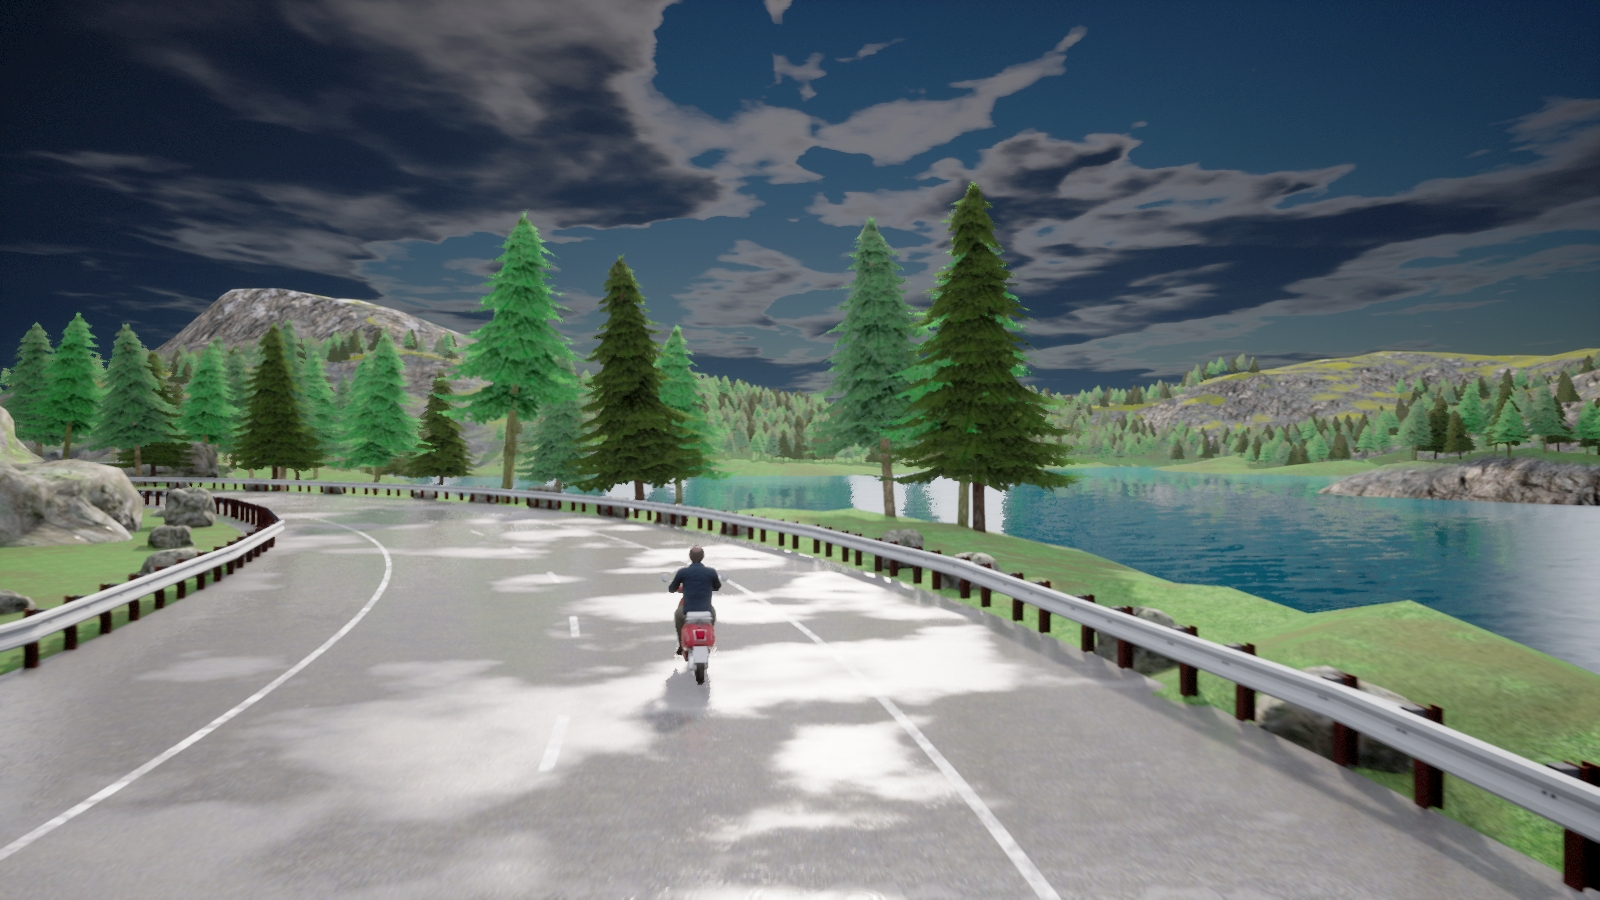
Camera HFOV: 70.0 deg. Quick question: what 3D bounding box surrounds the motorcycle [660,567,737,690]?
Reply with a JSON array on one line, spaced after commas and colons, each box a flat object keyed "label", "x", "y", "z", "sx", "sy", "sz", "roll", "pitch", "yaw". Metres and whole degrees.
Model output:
[{"label": "motorcycle", "x": -1.299, "y": 2.182, "z": 14.296, "sx": 0.856, "sy": 1.236, "sz": 1.805, "roll": 0, "pitch": 0, "yaw": -9}]
